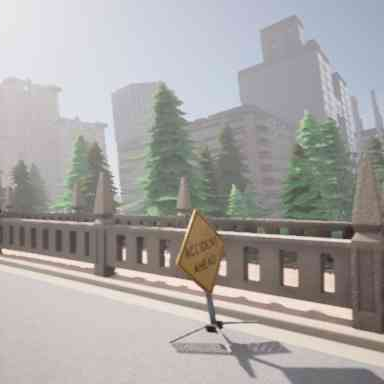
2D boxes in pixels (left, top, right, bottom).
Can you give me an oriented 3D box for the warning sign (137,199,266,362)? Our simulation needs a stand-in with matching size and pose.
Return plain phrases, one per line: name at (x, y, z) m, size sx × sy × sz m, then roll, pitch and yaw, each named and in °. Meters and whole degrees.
warning sign at (0.183, 1.165, 4.895) m, size 1.060 × 1.860 × 1.300 m, roll -9°, pitch 1°, yaw 35°
